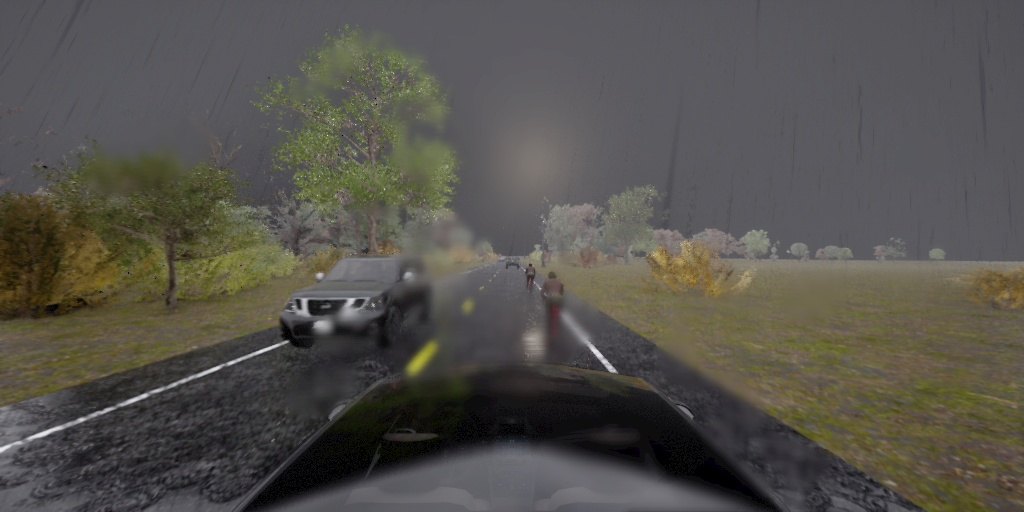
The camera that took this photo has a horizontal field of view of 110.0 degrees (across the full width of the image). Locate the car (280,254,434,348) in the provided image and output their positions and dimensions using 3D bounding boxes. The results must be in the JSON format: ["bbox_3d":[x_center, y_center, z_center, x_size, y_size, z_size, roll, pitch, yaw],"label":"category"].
[{"bbox_3d":[-3.599,0.974,9.595,2.150,2.045,5.566,0,0,0],"label":"car"}]

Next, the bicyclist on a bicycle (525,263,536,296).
[{"bbox_3d":[0.964,1.207,18.509,0.582,1.620,1.656,0,0,0],"label":"bicyclist on a bicycle"}]

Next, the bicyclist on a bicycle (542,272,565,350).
[{"bbox_3d":[0.963,1.205,8.180,0.582,1.620,1.656,0,0,0],"label":"bicyclist on a bicycle"}]

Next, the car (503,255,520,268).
[{"bbox_3d":[0.107,0.960,59.187,2.150,2.045,5.566,0,-1,0],"label":"car"}]
